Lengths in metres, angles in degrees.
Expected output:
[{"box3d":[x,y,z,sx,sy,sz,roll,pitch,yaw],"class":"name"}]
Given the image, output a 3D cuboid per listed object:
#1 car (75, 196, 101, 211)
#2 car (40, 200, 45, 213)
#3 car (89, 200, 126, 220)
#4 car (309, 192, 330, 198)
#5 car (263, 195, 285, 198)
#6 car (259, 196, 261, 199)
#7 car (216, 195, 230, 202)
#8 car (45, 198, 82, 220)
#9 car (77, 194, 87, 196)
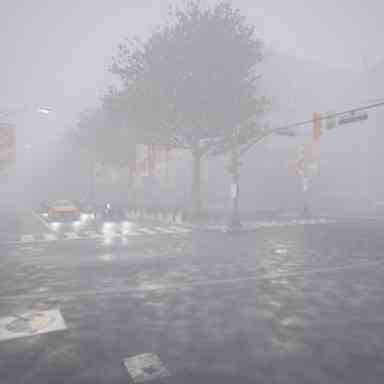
[{"box3d":[-12.081,1.487,37.422,2.128,1.511,4.902,0,0,-29],"class":"car"},{"box3d":[-16.013,1.544,37.331,2.033,1.411,5.357,0,0,-28],"class":"car"},{"box3d":[-7.119,1.597,28.346,1.895,1.301,4.718,0,0,-29],"class":"car"},{"box3d":[32.109,1.001,83.643,2.435,2.045,5.566,0,0,-29],"class":"car"},{"box3d":[15.447,1.302,60.053,2.002,1.452,4.674,0,0,-29],"class":"car"},{"box3d":[16.311,1.442,73.983,1.895,1.301,4.718,0,0,-29],"class":"car"},{"box3d":[5.951,1.397,68.747,2.161,1.482,4.786,0,0,-29],"class":"car"},{"box3d":[-10.983,1.475,28.115,1.882,1.535,5.008,0,0,-29],"class":"car"},{"box3d":[-27.410,1.264,82.069,2.097,1.767,4.553,0,0,-29],"class":"car"}]
